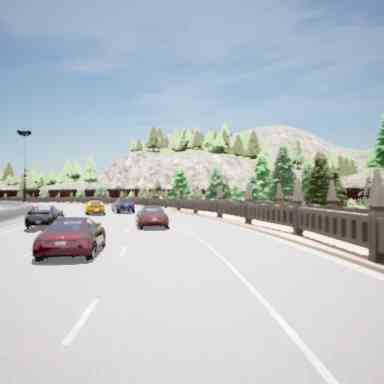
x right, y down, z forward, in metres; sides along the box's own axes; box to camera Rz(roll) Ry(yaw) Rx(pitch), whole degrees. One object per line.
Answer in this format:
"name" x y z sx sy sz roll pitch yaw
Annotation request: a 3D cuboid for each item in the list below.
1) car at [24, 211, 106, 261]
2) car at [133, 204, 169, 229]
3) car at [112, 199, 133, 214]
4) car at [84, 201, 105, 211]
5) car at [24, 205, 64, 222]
"car" -4.493 1.639 12.717 1.994 1.385 4.181 0 0 -7
"car" -2.761 1.678 22.704 1.994 1.385 4.181 0 0 -12
"car" -8.259 1.593 39.741 2.097 1.767 4.553 0 0 -22
"car" -10.769 1.722 36.757 1.882 1.535 5.008 0 0 -21
"car" -9.885 1.646 22.527 2.128 1.511 4.902 0 0 -13
